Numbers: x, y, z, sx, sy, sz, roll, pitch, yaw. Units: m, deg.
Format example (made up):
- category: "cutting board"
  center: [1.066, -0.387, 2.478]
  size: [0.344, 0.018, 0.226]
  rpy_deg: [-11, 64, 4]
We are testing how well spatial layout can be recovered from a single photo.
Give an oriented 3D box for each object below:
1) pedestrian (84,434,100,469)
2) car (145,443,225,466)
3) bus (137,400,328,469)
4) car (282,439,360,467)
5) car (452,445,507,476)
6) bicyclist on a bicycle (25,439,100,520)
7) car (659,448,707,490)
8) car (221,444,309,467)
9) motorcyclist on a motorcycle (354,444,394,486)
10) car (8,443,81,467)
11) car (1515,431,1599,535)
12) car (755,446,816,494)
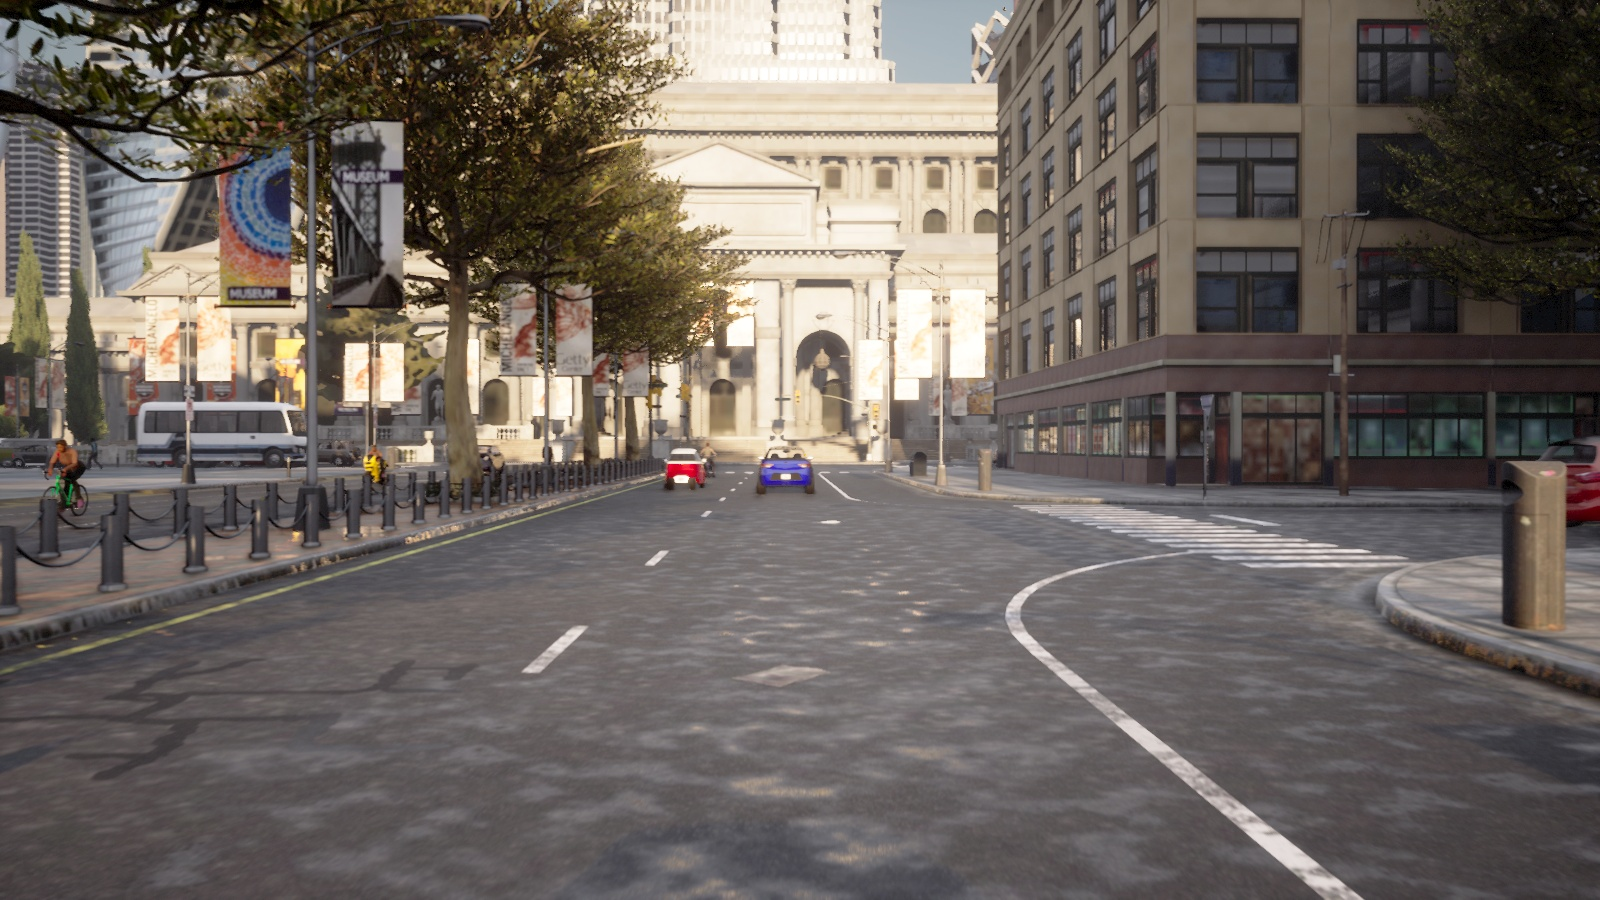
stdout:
- category: "pedestrian"
  center: [-39.295, 0.089, 69.697]
  size: [0.692, 1.930, 0.396]
  rpy_deg: [0, 0, -3]
- category: "car"
  center: [-42.326, 0.309, 86.464]
  size: [4.514, 1.525, 2.007]
  rpy_deg: [0, 0, -1]
- category: "bus"
  center: [-35.786, -0.972, 79.536]
  size: [10.273, 4.253, 3.944]
  rpy_deg: [0, 0, -1]
- category: "car"
  center: [-32.986, 0.189, 86.592]
  size: [4.605, 1.855, 1.932]
  rpy_deg: [0, 0, 0]
- category: "car"
  center: [-15.776, 0.497, 62.002]
  size: [1.845, 1.501, 3.633]
  rpy_deg: [0, 0, -1]
- category: "bicyclist on a bicycle"
  center: [-15.168, 0.582, 25.878]
  size: [0.582, 1.620, 1.656]
  rpy_deg: [0, 1, -1]
- category: "car"
  center: [-4.014, 0.622, 43.256]
  size: [1.481, 1.376, 2.207]
  rpy_deg: [0, 1, -1]
- category: "car"
  center: [-35.332, 0.359, 83.070]
  size: [5.008, 1.535, 1.882]
  rpy_deg: [0, 0, -1]
- category: "motorcyclist on a motorcycle"
  center: [-15.500, 0.531, 45.726]
  size: [0.797, 1.523, 2.044]
  rpy_deg: [0, 0, -1]
- category: "car"
  center: [-49.825, 0.351, 82.882]
  size: [3.705, 1.549, 1.789]
  rpy_deg: [0, 0, 0]
- category: "car"
  center: [15.128, 0.518, 21.410]
  size: [4.611, 1.667, 2.242]
  rpy_deg: [0, 0, -2]
- category: "car"
  center: [-0.469, 0.598, 40.080]
  size: [1.816, 1.474, 4.193]
  rpy_deg: [0, 0, -1]
